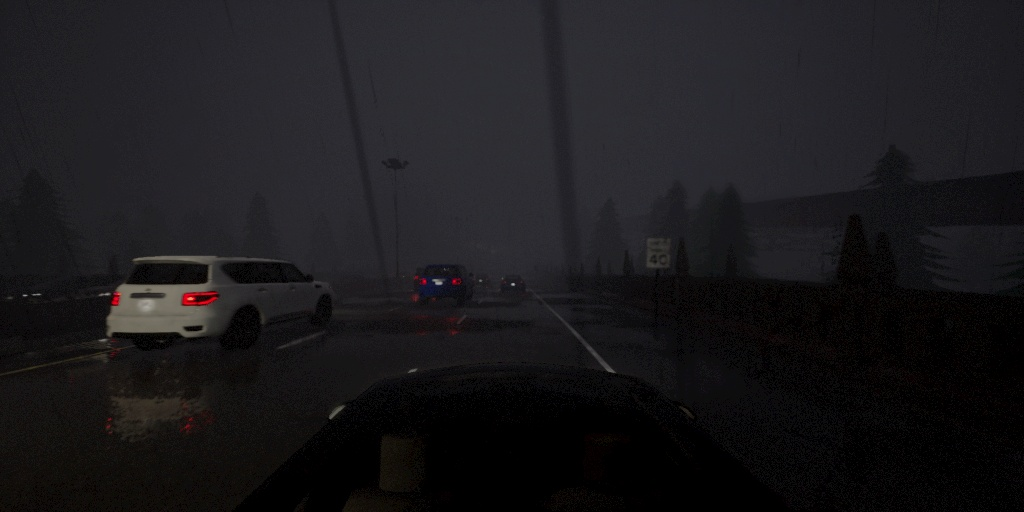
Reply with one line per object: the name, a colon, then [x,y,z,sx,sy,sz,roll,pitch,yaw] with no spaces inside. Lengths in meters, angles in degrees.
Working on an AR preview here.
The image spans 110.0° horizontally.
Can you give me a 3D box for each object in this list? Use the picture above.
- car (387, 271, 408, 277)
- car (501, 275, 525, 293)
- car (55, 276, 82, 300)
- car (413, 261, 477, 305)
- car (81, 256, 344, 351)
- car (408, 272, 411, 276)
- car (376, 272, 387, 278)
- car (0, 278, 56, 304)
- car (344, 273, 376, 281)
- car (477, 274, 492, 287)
car: [-17.565,3.203,56.987,2.097,1.767,4.553,0,-2,0]
car: [0.089,2.281,29.900,1.994,1.385,4.181,0,-2,0]
car: [-17.604,1.683,16.943,1.812,1.442,4.674,0,-3,0]
car: [-3.408,1.485,19.378,2.150,2.045,5.566,0,-3,0]
car: [-6.904,1.071,9.459,2.150,2.045,5.566,0,-2,0]
car: [-6.912,1.990,31.167,2.150,2.045,5.566,0,-3,0]
car: [-21.063,3.339,56.901,2.128,1.511,4.902,0,-2,1]
car: [-21.104,1.687,17.492,1.837,1.490,4.892,0,-3,0]
car: [-14.105,2.320,31.259,2.033,1.411,5.357,0,-2,0]
car: [-3.416,2.763,41.146,1.994,1.385,4.181,0,-2,0]
